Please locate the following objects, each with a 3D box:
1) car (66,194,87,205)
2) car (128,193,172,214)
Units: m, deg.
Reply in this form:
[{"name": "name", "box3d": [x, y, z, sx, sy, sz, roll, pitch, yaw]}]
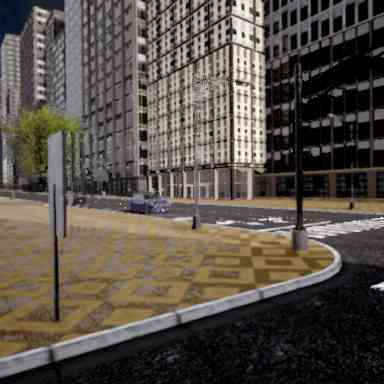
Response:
[{"name": "car", "box3d": [-15.408, 0.937, 43.977, 1.994, 1.385, 4.181, -1, 1, -37]}, {"name": "car", "box3d": [-3.650, 0.881, 28.294, 2.097, 1.767, 4.553, -1, 1, -37]}]
